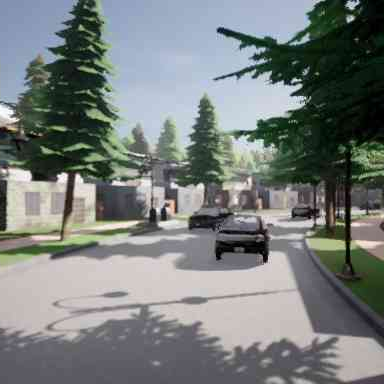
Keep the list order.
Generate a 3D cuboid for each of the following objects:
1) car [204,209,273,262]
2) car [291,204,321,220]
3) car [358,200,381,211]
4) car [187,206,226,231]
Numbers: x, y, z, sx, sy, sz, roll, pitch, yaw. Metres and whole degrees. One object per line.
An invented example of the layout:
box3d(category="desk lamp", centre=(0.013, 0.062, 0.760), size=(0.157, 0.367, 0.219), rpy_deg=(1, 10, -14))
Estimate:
box3d(category="car", centre=(2.061, 1.635, 12.893), size=(2.128, 1.511, 4.902), rpy_deg=(0, -1, 13))
box3d(category="car", centre=(11.238, 1.883, 32.581), size=(2.128, 1.511, 4.902), rpy_deg=(0, -1, 35))
box3d(category="car", centre=(28.771, 2.049, 53.239), size=(4.553, 1.767, 2.097), rpy_deg=(1, -1, -30))
box3d(category="car", centre=(1.348, 1.712, 22.350), size=(1.882, 1.535, 5.008), rpy_deg=(0, -1, 24))
